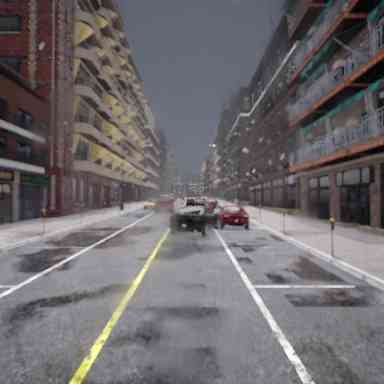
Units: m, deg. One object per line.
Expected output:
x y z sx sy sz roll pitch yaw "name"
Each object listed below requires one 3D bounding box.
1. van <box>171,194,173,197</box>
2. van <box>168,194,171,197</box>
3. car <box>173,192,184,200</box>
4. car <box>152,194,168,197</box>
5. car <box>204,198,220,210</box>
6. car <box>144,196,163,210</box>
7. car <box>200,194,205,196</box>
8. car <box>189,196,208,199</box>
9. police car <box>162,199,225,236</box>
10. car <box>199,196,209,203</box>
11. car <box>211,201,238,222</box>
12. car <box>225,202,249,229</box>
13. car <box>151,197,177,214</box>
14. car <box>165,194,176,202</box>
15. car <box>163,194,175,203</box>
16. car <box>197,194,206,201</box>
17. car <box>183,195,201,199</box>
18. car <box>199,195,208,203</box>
-5.282 1.426 65.914 1.690 1.788 3.998 1 0 0 "van"
-5.282 1.410 60.382 1.690 1.788 3.998 2 0 0 "van"
-2.739 1.062 75.742 2.150 2.045 5.566 0 0 0 "car"
-5.282 1.359 49.323 2.192 1.841 5.009 2 0 0 "car"
2.591 1.578 43.727 1.887 1.381 4.507 1 0 0 "car"
-5.289 1.558 43.621 1.752 1.417 4.829 2 0 0 "car"
2.594 1.630 65.851 1.887 1.381 4.507 1 0 0 "car"
0.830 1.473 34.467 1.801 1.575 5.366 0 0 0 "car"
0.279 1.426 18.654 1.930 1.638 5.238 0 0 15 "police car"
2.594 1.647 71.381 1.887 1.381 4.507 1 0 0 "car"
2.589 1.534 27.307 1.752 1.417 4.829 1 0 0 "car"
2.588 1.548 21.605 1.887 1.381 4.507 1 0 0 "car"
-2.841 1.543 34.949 1.812 1.442 4.674 0 0 0 "car"
-5.279 1.457 82.504 2.192 1.841 5.009 1 0 0 "car"
-5.280 1.437 76.975 2.192 1.841 5.009 1 0 0 "car"
2.567 1.478 87.975 2.192 1.841 5.009 1 0 0 "car"
0.008 1.531 53.987 1.882 1.535 5.008 0 0 0 "car"
2.605 1.562 76.913 1.967 1.590 4.097 1 0 0 "car"
